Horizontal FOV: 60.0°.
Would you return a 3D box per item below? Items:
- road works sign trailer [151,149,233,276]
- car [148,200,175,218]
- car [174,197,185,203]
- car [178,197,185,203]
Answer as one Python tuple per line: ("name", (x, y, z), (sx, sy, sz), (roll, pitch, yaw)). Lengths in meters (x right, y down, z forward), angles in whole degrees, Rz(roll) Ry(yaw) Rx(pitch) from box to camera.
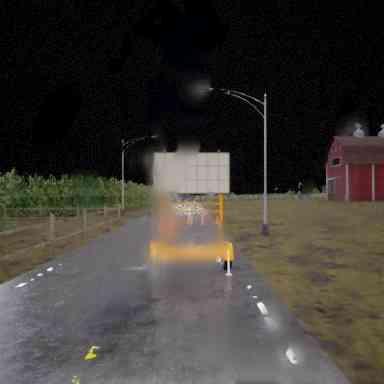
("road works sign trailer", (-0.009, 0.477, 10.395), (2.380, 3.560, 2.880), (0, 0, 0))
("car", (-2.894, 1.624, 30.631), (1.994, 1.385, 4.181), (0, 0, 0))
("car", (-2.854, 1.928, 70.856), (2.128, 1.511, 4.902), (0, -1, 0))
("car", (-2.882, 2.215, 90.405), (1.837, 1.490, 4.892), (0, -1, 0))
